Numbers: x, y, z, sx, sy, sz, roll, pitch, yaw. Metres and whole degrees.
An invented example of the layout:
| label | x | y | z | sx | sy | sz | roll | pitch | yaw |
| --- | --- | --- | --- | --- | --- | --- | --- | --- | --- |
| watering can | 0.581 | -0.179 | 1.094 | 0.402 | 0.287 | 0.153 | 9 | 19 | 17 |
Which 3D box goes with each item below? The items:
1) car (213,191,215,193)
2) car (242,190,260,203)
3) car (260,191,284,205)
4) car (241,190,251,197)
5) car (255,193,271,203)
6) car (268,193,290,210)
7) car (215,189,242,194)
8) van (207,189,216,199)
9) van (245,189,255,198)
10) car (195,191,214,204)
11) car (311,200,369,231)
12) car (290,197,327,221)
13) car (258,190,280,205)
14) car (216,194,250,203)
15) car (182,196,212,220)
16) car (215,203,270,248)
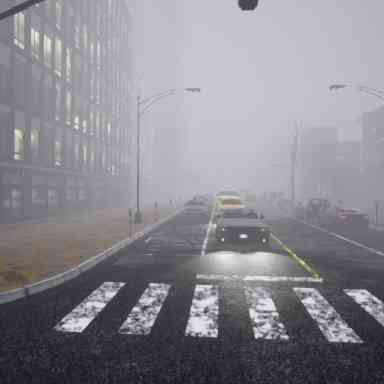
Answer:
| label | x | y | z | sx | sy | sz | roll | pitch | yaw |
| --- | --- | --- | --- | --- | --- | --- | --- | --- | --- |
| car | 2.128 | 0.938 | 46.558 | 1.802 | 1.307 | 4.206 | 1 | 1 | 5 |
| car | 7.650 | 0.920 | 43.784 | 1.837 | 1.490 | 4.892 | 0 | 1 | 5 |
| car | 10.023 | 0.787 | 40.330 | 2.192 | 1.841 | 5.009 | 1 | 1 | 5 |
| car | 13.706 | 0.294 | 84.548 | 1.967 | 1.590 | 4.097 | 1 | 1 | 5 |
| car | 10.956 | 0.846 | 51.559 | 1.752 | 1.417 | 4.829 | 1 | 1 | 5 |
| car | 9.559 | 1.095 | 34.808 | 2.008 | 1.369 | 4.403 | 1 | 1 | 5 |
| car | 3.739 | 0.745 | 34.657 | 2.150 | 2.045 | 5.566 | 0 | 1 | 5 |
| van | 3.975 | 0.391 | 68.662 | 1.690 | 1.788 | 3.998 | 1 | 1 | 5 |
| van | 12.787 | 0.355 | 73.494 | 1.690 | 1.788 | 3.998 | 1 | 1 | 5 |
| car | 0.749 | 1.014 | 29.975 | 1.967 | 1.590 | 4.097 | 1 | 1 | 5 |
| car | 8.176 | 1.337 | 18.226 | 1.802 | 1.307 | 4.206 | 1 | 1 | 5 |
| car | 8.639 | 1.126 | 23.754 | 1.967 | 1.590 | 4.097 | 1 | 1 | 5 |
| car | 10.484 | 0.713 | 45.860 | 2.192 | 1.841 | 5.009 | 1 | 1 | 5 |
| car | 2.838 | 1.137 | 24.010 | 1.882 | 1.535 | 5.008 | 0 | 1 | 5 |
| car | 0.286 | 1.226 | 24.451 | 1.802 | 1.307 | 4.206 | 1 | 1 | 5 |
| car | 1.980 | 1.353 | 13.679 | 1.994 | 1.385 | 4.181 | 0 | 1 | 5 |
